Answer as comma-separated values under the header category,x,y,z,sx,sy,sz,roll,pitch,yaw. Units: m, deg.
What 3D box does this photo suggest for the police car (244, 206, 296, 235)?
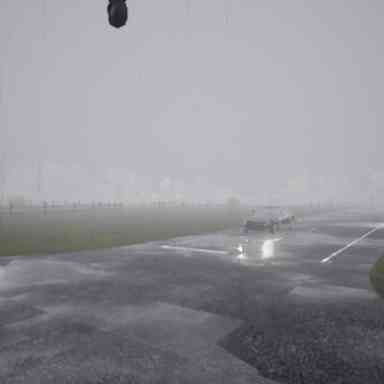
category,x,y,z,sx,sy,sz,roll,pitch,yaw
police car,4.956,1.719,21.046,1.930,1.638,5.238,-1,-1,35
